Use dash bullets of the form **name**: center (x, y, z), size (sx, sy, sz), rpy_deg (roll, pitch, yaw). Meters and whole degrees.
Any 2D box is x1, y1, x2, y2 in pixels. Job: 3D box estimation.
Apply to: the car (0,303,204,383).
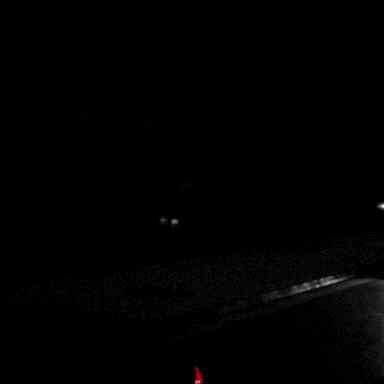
- **car**: center (-1.890, 1.567, 2.028), size (4.181, 1.385, 1.994), rpy_deg (0, 0, -35)
